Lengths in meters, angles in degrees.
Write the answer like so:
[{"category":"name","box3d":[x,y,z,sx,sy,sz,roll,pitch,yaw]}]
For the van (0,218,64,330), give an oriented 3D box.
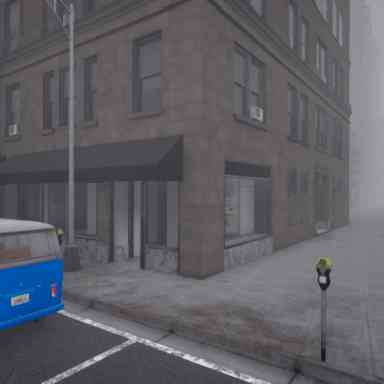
[{"category":"van","box3d":[-4.024,1.340,5.949,3.998,1.788,1.690,0,0,36]}]
